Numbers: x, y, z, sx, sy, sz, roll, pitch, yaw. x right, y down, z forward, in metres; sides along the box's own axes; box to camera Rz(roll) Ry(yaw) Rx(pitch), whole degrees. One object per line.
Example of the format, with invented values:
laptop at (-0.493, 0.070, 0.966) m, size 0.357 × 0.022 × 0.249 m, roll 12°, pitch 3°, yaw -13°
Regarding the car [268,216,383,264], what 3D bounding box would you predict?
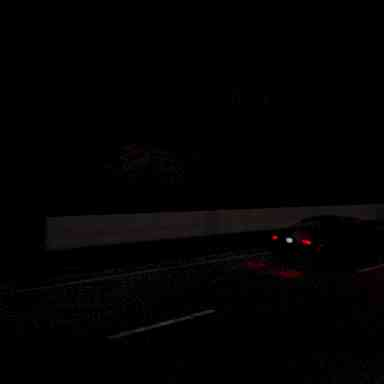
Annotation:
car at (5.084, 1.550, 11.773) m, size 5.357 × 1.411 × 2.033 m, roll 0°, pitch 0°, yaw -35°
